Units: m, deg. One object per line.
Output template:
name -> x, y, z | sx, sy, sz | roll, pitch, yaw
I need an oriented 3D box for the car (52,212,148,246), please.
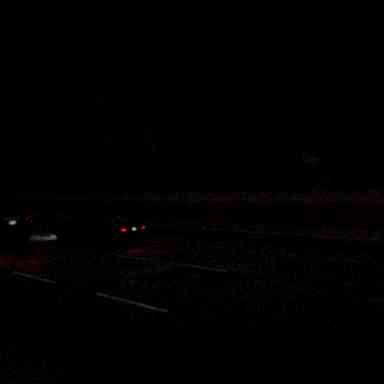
car -> -4.511, 1.676, 15.929 | 5.357, 1.411, 2.033 | -1, 0, 37

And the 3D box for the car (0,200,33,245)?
car -> -9.526, 1.387, 15.392 | 5.566, 2.045, 2.150 | -1, 0, 38
